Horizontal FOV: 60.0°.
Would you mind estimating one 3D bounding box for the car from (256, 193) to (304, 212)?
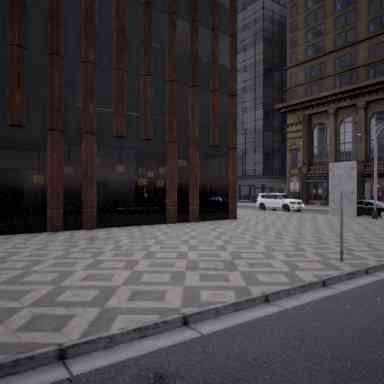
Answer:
[{"bbox_3d":[9.622,1.143,36.776,2.150,2.045,5.566,0,0,-36],"label":"car"}]

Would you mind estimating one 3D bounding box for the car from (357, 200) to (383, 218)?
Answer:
[{"bbox_3d":[15.395,1.454,28.656,1.837,1.490,4.892,0,0,-37],"label":"car"}]
